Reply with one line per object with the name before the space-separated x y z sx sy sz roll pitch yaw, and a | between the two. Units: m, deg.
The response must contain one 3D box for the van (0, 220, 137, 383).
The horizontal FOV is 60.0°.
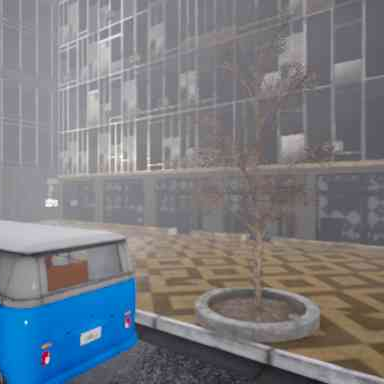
van | -2.618 1.344 4.734 3.998 1.788 1.690 0 0 35
